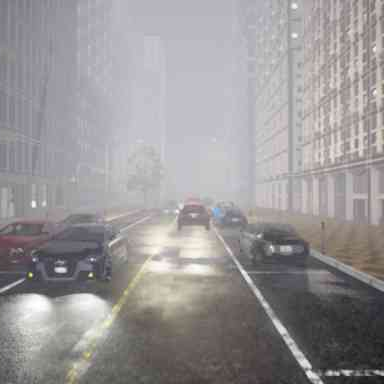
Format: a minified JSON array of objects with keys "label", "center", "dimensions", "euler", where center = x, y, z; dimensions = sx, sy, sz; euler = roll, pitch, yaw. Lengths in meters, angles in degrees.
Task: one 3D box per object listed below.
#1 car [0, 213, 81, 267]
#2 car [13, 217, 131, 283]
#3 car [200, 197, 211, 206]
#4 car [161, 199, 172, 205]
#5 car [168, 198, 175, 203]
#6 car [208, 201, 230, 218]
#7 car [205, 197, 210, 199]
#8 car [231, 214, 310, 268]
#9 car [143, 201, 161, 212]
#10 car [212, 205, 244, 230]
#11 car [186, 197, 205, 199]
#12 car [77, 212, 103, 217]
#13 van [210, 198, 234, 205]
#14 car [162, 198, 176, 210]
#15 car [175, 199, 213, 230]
[{"label":"car","center":[-5.680,1.662,11.636],"dimensions":[1.887,1.381,4.507],"euler":[0,-1,0]},{"label":"car","center":[-3.094,1.663,9.822],"dimensions":[1.994,1.385,4.181],"euler":[0,-1,0]},{"label":"car","center":[2.740,1.958,68.544],"dimensions":[2.192,1.841,5.009],"euler":[0,0,0]},{"label":"car","center":[-5.638,2.242,74.251],"dimensions":[2.008,1.369,4.403],"euler":[0,0,0]},{"label":"car","center":[-5.626,2.416,91.326],"dimensions":[1.802,1.307,4.206],"euler":[0,0,0]},{"label":"car","center":[2.716,1.777,34.391],"dimensions":[1.967,1.590,4.097],"euler":[0,-1,0]},{"label":"car","center":[2.732,1.858,57.160],"dimensions":[2.192,1.841,5.009],"euler":[0,-1,0]},{"label":"car","center":[2.700,1.684,11.622],"dimensions":[1.947,1.339,4.313],"euler":[0,-1,0]},{"label":"car","center":[-5.657,1.964,45.620],"dimensions":[1.752,1.417,4.829],"euler":[0,-1,0]},{"label":"car","center":[2.708,1.795,23.005],"dimensions":[1.947,1.339,4.313],"euler":[0,-1,0]},{"label":"car","center":[0.129,1.620,41.336],"dimensions":[2.150,2.045,5.566],"euler":[0,-1,0]},{"label":"car","center":[-5.677,1.739,17.328],"dimensions":[1.947,1.339,4.313],"euler":[0,-1,0]},{"label":"van","center":[2.712,1.624,28.701],"dimensions":[1.690,1.788,3.998],"euler":[0,-1,0]},{"label":"car","center":[-3.043,1.992,51.077],"dimensions":[1.837,1.490,4.892],"euler":[0,-1,0]},{"label":"car","center":[0.117,1.584,23.351],"dimensions":[2.097,1.767,4.553],"euler":[0,0,0]}]
